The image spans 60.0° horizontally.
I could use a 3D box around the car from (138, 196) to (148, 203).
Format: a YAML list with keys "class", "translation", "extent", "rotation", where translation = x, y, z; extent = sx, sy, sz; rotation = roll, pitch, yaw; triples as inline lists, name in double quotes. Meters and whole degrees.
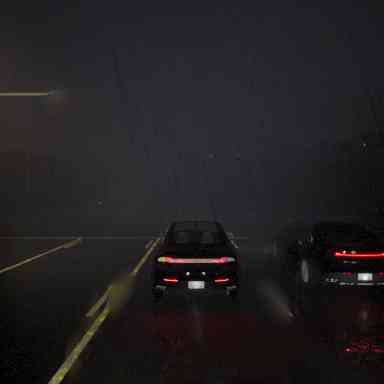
- class: "car"
  translation: [-10.305, 1.563, 68.553]
  extent: [1.994, 1.385, 4.181]
  rotation: [0, 0, 0]

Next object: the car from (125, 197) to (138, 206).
- class: "car"
  translation: [-10.430, 1.525, 53.632]
  extent: [1.812, 1.442, 4.674]
  rotation: [0, 0, 0]

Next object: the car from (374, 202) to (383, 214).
- class: "car"
  translation: [18.121, 1.061, 28.324]
  extent: [4.902, 1.511, 2.128]
  rotation: [-5, 0, 0]

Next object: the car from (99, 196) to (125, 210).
- class: "car"
  translation: [-10.468, 1.351, 42.785]
  extent: [2.097, 1.767, 4.553]
  rotation: [0, 0, 0]

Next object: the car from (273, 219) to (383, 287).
- class: "car"
  translation: [3.605, 1.505, 9.297]
  extent: [1.837, 1.490, 4.892]
  rotation: [0, 0, 1]

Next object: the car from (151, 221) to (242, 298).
- class: "car"
  translation: [0.100, 1.491, 8.535]
  extent: [2.128, 1.511, 4.902]
  rotation: [0, 0, 0]
